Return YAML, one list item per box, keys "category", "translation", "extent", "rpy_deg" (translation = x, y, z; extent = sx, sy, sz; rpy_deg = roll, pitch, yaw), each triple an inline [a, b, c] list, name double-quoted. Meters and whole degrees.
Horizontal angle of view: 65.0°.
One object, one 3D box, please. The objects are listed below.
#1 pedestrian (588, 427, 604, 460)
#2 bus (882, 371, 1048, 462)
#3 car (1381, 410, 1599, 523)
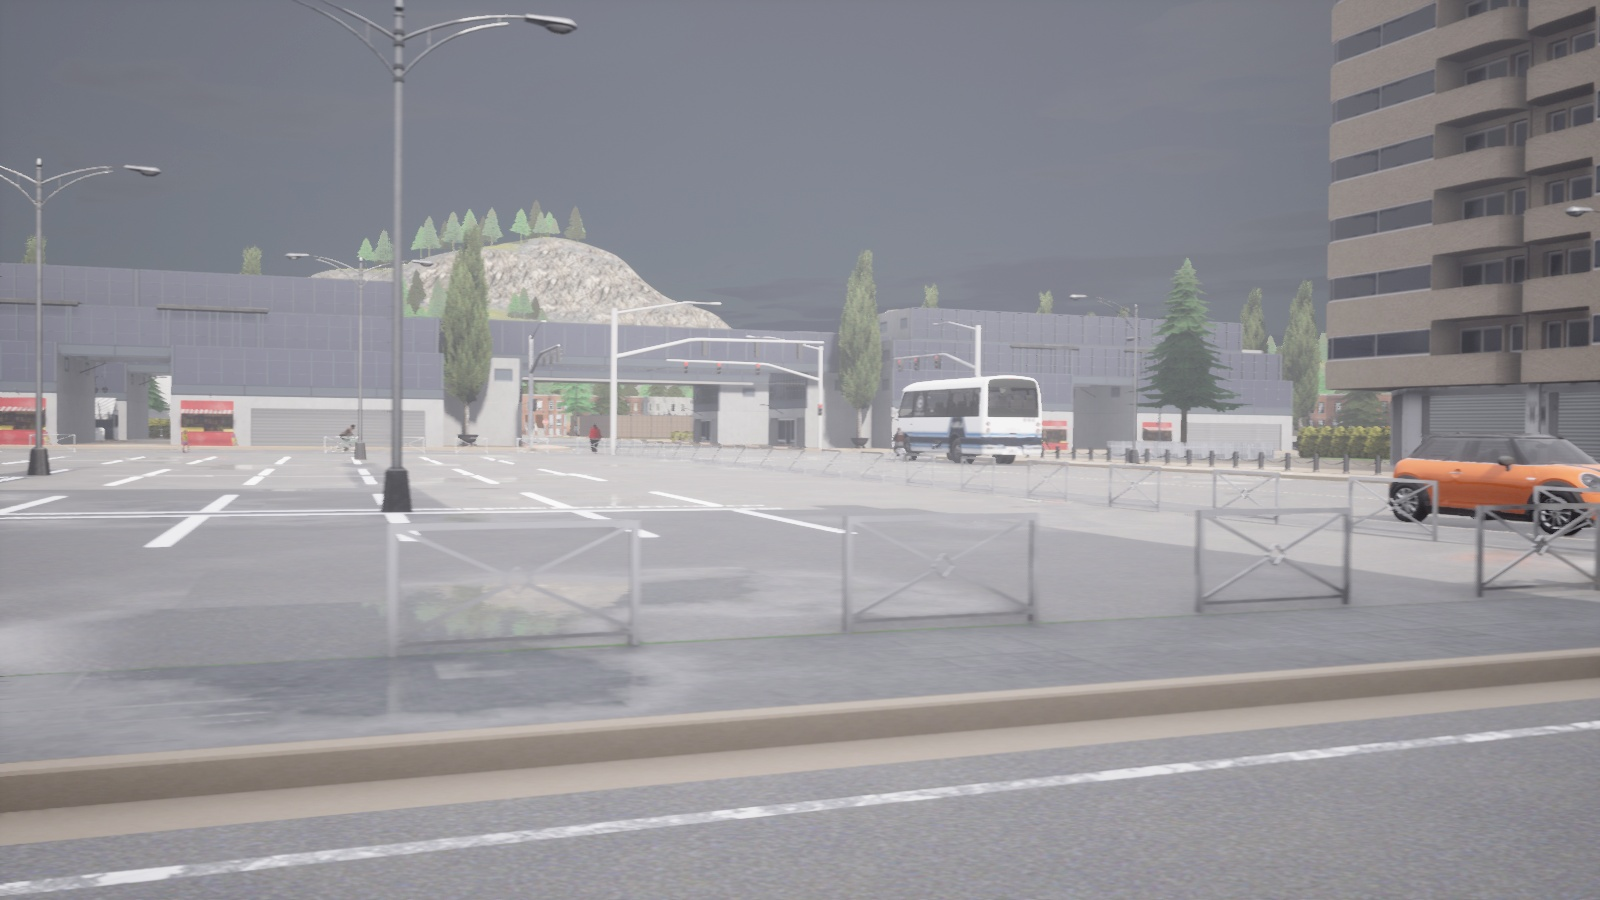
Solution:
- category: "pedestrian"
  translation: [-11.489, -0.380, 70.669]
  extent: [0.634, 1.844, 0.899]
  rpy_deg: [-1, 1, -27]
- category: "bus"
  translation: [8.135, -1.652, 63.994]
  extent: [3.944, 4.253, 10.273]
  rpy_deg: [-1, 1, -21]
- category: "car"
  translation: [12.749, 0.217, 21.924]
  extent: [2.097, 1.767, 4.553]
  rpy_deg: [-1, 1, -21]
